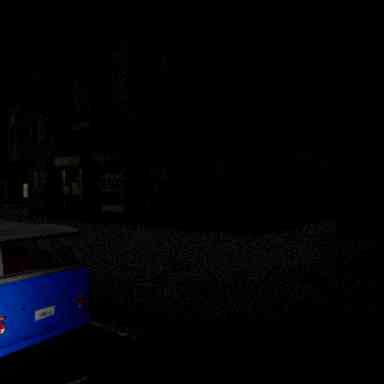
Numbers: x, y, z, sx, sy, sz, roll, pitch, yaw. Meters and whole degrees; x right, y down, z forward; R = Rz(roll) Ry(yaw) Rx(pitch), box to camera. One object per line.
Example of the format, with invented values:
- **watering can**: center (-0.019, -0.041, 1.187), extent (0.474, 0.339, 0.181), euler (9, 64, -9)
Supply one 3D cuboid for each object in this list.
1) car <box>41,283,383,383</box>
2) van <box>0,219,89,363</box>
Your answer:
- **car**: center (1.200, 1.545, 2.105), extent (4.507, 1.381, 1.887), euler (0, 0, 36)
- **van**: center (-3.422, 1.336, 5.402), extent (3.998, 1.788, 1.690), euler (0, 0, 36)
